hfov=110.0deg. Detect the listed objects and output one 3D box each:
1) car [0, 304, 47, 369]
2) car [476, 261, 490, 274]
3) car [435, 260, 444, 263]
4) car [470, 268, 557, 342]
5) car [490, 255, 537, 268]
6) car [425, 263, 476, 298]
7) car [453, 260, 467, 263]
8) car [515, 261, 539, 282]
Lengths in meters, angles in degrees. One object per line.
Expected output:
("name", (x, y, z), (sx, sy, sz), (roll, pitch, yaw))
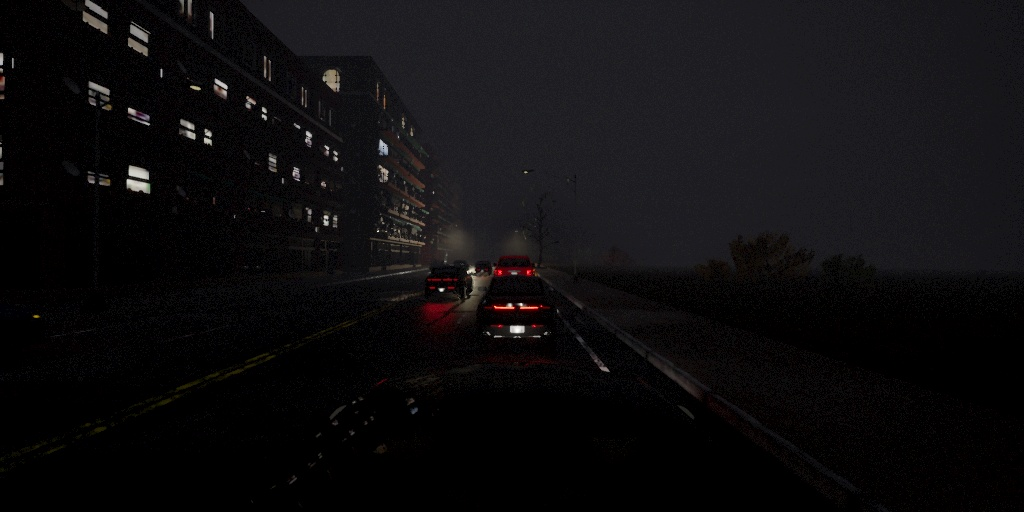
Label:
("car", (-9.848, 1.276, 4.907), (1.812, 1.442, 4.674), (0, 0, 0))
("car", (-3.119, 1.260, 40.195), (1.837, 1.490, 4.892), (0, 0, 0))
("car", (-9.813, 1.300, 48.421), (2.033, 1.411, 5.357), (0, 0, 0))
("car", (0.108, 1.256, 9.771), (1.837, 1.490, 4.892), (0, 0, 0))
("car", (0.114, 0.974, 20.118), (2.150, 2.045, 5.566), (0, 0, 0))
("car", (-3.137, 1.256, 18.392), (1.837, 1.490, 4.892), (0, 0, 0))
("car", (-6.564, 1.258, 45.097), (1.837, 1.490, 4.892), (0, 0, 0))
("car", (1.161, 1.209, 30.525), (1.801, 1.575, 5.366), (0, 0, 0))
